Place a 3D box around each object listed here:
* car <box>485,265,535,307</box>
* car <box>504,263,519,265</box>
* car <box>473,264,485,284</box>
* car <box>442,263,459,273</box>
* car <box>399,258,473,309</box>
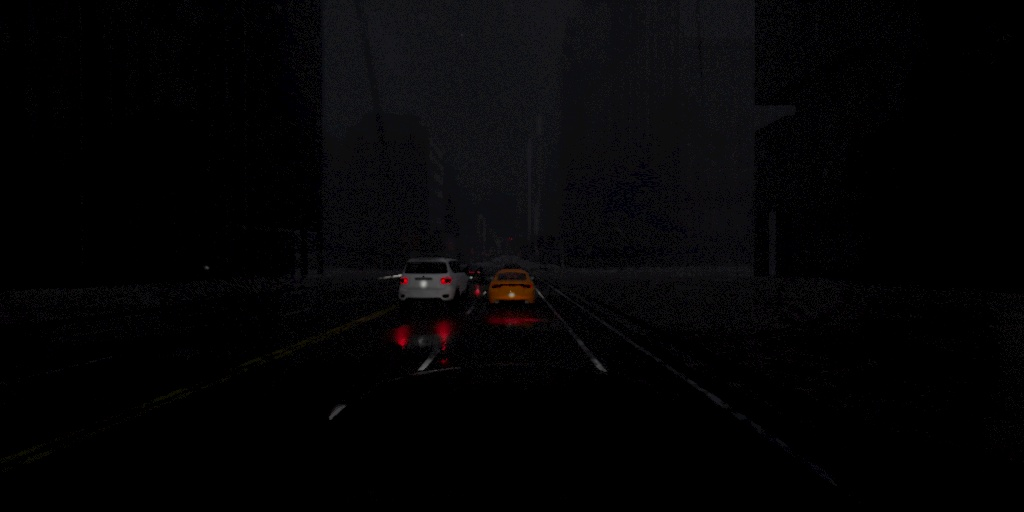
[{"bbox_3d":[0.004,1.373,16.321,1.882,1.535,5.008,0,0,0],"label":"car"},{"bbox_3d":[-0.003,1.411,30.921,2.097,1.767,4.553,0,-1,0],"label":"car"},{"bbox_3d":[-3.250,1.556,31.143,2.128,1.511,4.902,0,-1,0],"label":"car"},{"bbox_3d":[-9.767,1.908,57.209,1.812,1.442,4.674,0,-1,0],"label":"car"},{"bbox_3d":[-3.251,1.107,15.881,2.150,2.045,5.566,0,0,0],"label":"car"}]
